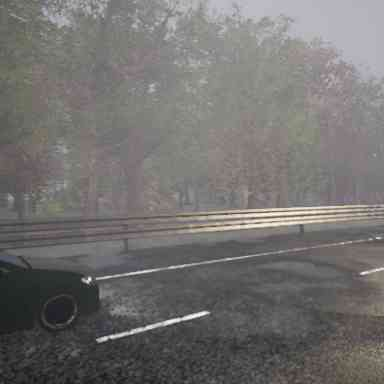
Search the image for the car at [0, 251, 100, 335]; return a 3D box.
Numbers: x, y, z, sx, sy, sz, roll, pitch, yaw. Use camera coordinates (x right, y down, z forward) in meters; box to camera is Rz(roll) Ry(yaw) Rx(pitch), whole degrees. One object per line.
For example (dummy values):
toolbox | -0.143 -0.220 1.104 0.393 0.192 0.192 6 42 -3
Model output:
car | -3.671 1.555 5.355 4.181 1.385 1.994 0 0 -36
